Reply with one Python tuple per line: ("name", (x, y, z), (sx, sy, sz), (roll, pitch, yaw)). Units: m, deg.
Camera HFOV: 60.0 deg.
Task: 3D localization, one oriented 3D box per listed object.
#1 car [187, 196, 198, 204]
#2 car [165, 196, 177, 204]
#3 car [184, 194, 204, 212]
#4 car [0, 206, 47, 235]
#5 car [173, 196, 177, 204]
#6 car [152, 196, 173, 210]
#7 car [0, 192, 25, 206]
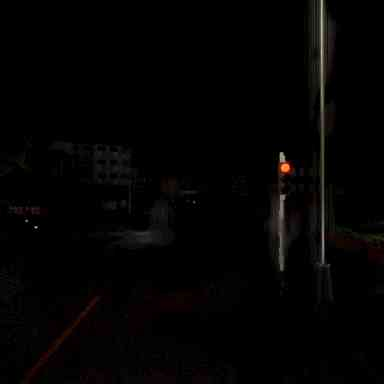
("car", (0.109, 1.547, 66.317), (2.033, 1.411, 5.357), (0, 0, 0))
("car", (-3.953, 1.477, 63.202), (1.882, 1.535, 5.008), (0, 0, 0))
("car", (0.213, 1.221, 39.556), (2.150, 2.045, 5.566), (0, 0, -1))
("car", (-10.606, 1.601, 18.354), (4.718, 1.301, 1.895), (0, 0, 8))
("car", (-4.008, 1.491, 53.028), (2.128, 1.511, 4.902), (0, 0, 0))
("car", (-4.031, 1.491, 43.064), (2.128, 1.511, 4.902), (0, 0, 0))
("car", (-19.702, 0.985, 34.984), (1.905, 1.878, 3.866), (0, 0, 35))
